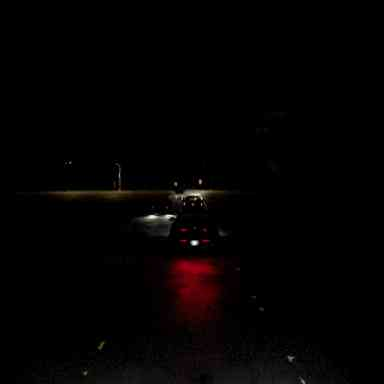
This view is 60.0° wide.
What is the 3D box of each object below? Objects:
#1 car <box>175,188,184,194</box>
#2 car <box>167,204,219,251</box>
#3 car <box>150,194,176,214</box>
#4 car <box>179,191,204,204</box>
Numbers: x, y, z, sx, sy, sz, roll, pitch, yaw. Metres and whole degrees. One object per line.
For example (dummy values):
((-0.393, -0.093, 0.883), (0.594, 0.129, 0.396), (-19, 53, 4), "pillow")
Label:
((-2.748, -0.197, 73.382), (2.033, 1.411, 5.357), (0, 3, 0), "car")
((0.094, 1.515, 14.166), (1.837, 1.490, 4.892), (0, 1, 0), "car")
((-2.855, 1.246, 31.985), (1.882, 1.535, 5.008), (0, 1, 0), "car")
((0.097, 1.117, 32.135), (2.097, 1.767, 4.553), (0, 1, 0), "car")
